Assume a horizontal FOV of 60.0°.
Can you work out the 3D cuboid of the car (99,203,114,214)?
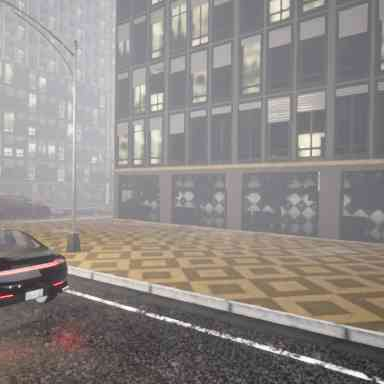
[{"bbox_3d":[-8.796,1.828,39.704,1.752,1.417,4.829,1,0,36],"label":"car"}]

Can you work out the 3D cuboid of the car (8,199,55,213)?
[{"bbox_3d":[-19.091,1.641,39.849,1.752,1.417,4.829,1,0,36],"label":"car"}]

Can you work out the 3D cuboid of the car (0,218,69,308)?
[{"bbox_3d":[-4.595,1.488,6.934,4.902,1.511,2.128,0,0,35],"label":"car"}]

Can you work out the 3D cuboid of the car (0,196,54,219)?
[{"bbox_3d":[-15.577,1.518,30.480,2.192,1.841,5.009,1,0,36],"label":"car"}]
